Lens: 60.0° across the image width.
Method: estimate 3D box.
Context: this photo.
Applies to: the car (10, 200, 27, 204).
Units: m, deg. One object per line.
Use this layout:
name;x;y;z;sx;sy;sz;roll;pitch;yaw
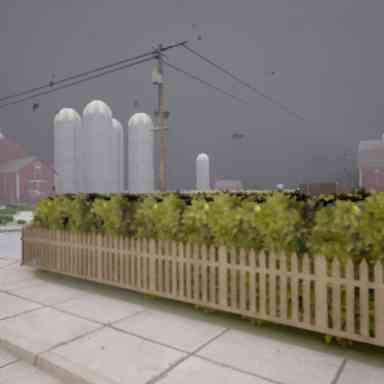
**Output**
car;-27.862;2.066;53.091;4.193;1.474;1.816;-1;0;35
